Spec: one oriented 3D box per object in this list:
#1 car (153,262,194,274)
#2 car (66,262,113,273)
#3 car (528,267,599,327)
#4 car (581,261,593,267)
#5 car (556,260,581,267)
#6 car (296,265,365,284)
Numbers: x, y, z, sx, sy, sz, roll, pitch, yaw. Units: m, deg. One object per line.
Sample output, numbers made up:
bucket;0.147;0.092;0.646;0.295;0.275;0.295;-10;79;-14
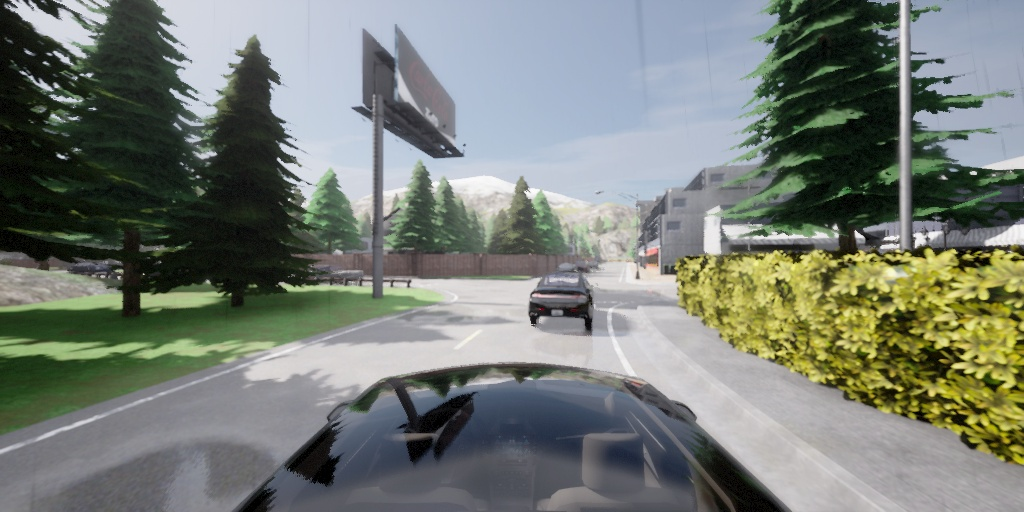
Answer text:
car;-30.015;1.237;31.175;4.892;1.490;1.837;0;0;17
car;-47.115;1.322;40.176;5.357;1.411;2.033;0;0;17
car;1.771;1.306;11.886;2.128;1.511;4.902;0;0;13
car;9.300;1.400;48.473;2.097;1.767;4.553;0;0;18
car;5.642;1.451;37.071;1.882;1.535;5.008;0;0;18
car;-13.136;1.315;26.075;4.718;1.301;1.895;0;0;17
